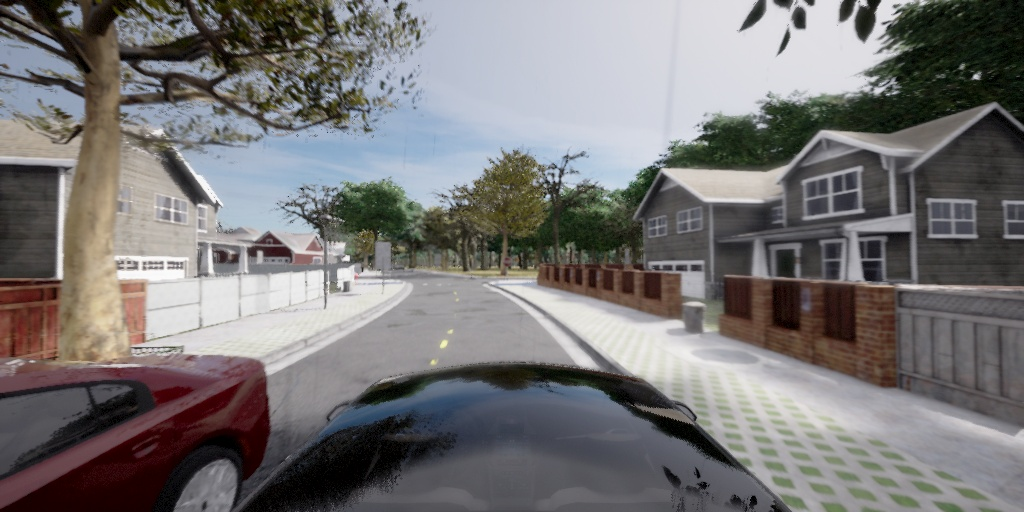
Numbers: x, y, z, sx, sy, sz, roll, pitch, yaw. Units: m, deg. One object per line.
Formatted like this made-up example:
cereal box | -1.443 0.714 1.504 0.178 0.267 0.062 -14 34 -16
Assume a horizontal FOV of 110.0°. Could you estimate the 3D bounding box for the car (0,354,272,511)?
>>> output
car | -2.960 1.229 0.955 1.882 1.535 5.008 0 -1 0
